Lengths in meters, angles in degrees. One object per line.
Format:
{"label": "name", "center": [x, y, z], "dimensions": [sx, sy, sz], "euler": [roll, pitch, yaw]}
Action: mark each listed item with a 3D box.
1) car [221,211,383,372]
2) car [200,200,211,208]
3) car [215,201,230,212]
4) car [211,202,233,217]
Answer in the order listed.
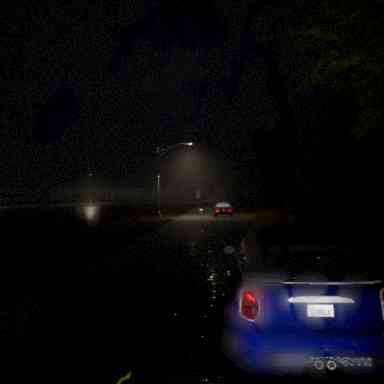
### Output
{"label": "car", "center": [1.648, 1.388, 5.903], "dimensions": [2.097, 1.767, 4.553], "euler": [-1, -1, 5]}
{"label": "car", "center": [2.411, 2.049, 57.166], "dimensions": [1.895, 1.301, 4.718], "euler": [-1, 0, 5]}
{"label": "car", "center": [4.166, 1.956, 45.159], "dimensions": [1.895, 1.301, 4.718], "euler": [-1, 0, 5]}
{"label": "car", "center": [3.343, 1.845, 35.302], "dimensions": [2.033, 1.411, 5.357], "euler": [-1, -1, 5]}
